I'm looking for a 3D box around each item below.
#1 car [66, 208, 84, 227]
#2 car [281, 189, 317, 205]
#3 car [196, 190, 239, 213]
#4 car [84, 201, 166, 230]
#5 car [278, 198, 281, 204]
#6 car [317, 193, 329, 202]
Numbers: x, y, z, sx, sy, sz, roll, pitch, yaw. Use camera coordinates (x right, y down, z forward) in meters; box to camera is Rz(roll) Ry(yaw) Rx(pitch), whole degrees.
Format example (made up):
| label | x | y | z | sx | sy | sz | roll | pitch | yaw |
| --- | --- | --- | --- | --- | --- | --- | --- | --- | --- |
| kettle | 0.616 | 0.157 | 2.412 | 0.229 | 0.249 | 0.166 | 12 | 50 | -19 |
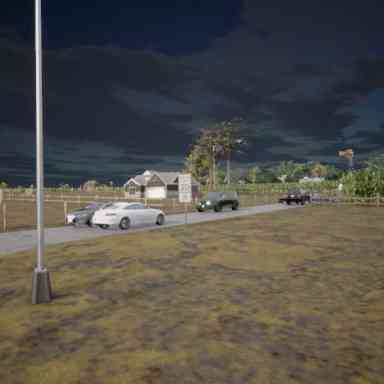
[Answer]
| label | x | y | z | sx | sy | sz | roll | pitch | yaw |
| --- | --- | --- | --- | --- | --- | --- | --- | --- | --- |
| car | -5.562 | 1.329 | 21.010 | 2.128 | 1.511 | 4.902 | -2 | -1 | 35 |
| car | 14.267 | 0.660 | 44.094 | 2.150 | 2.045 | 5.566 | -2 | 0 | 36 |
| car | 2.602 | 0.907 | 32.584 | 2.150 | 2.045 | 5.566 | -2 | 0 | 35 |
| car | -3.477 | 1.290 | 19.016 | 1.812 | 1.442 | 4.674 | -2 | -1 | 35 |
| car | 14.299 | 1.073 | 48.978 | 1.895 | 1.301 | 4.718 | -2 | -1 | 35 |
| car | 20.183 | 0.869 | 52.541 | 2.033 | 1.411 | 5.357 | -2 | 0 | 35 |
